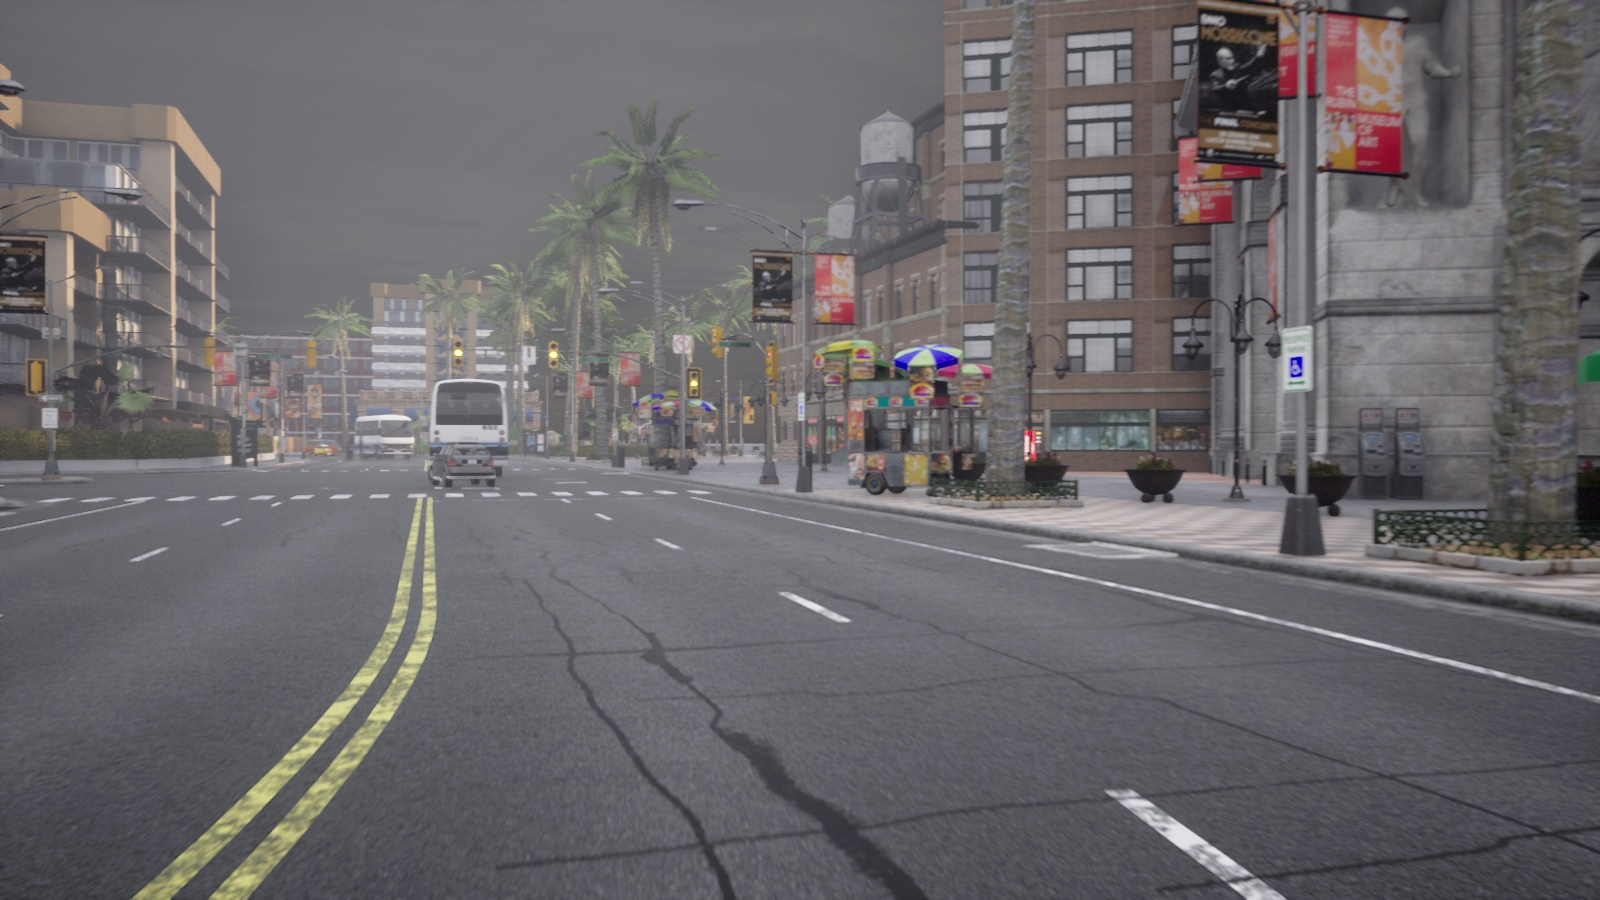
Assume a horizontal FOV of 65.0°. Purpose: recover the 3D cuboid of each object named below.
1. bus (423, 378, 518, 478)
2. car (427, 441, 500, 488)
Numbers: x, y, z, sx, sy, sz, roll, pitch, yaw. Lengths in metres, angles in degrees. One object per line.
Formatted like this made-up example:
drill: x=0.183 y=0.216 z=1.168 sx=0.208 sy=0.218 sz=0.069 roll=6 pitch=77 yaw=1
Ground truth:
bus: x=-15.486 y=-0.958 z=58.551 sx=3.944 sy=4.253 sz=10.273 roll=0 pitch=0 yaw=-16
car: x=-11.789 y=0.479 z=43.885 sx=1.789 sy=1.549 sz=3.705 roll=0 pitch=0 yaw=-26
